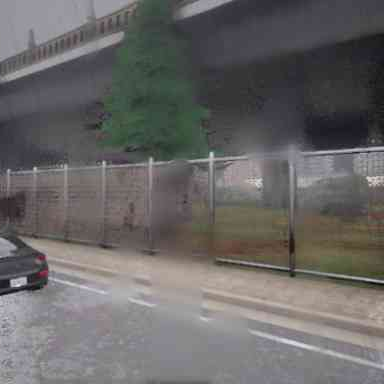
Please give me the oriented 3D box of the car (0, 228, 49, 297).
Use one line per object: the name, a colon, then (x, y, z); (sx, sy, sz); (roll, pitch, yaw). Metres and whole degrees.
car: (-5.127, 1.523, 7.622); (4.674, 1.442, 1.812); (0, 0, 36)
